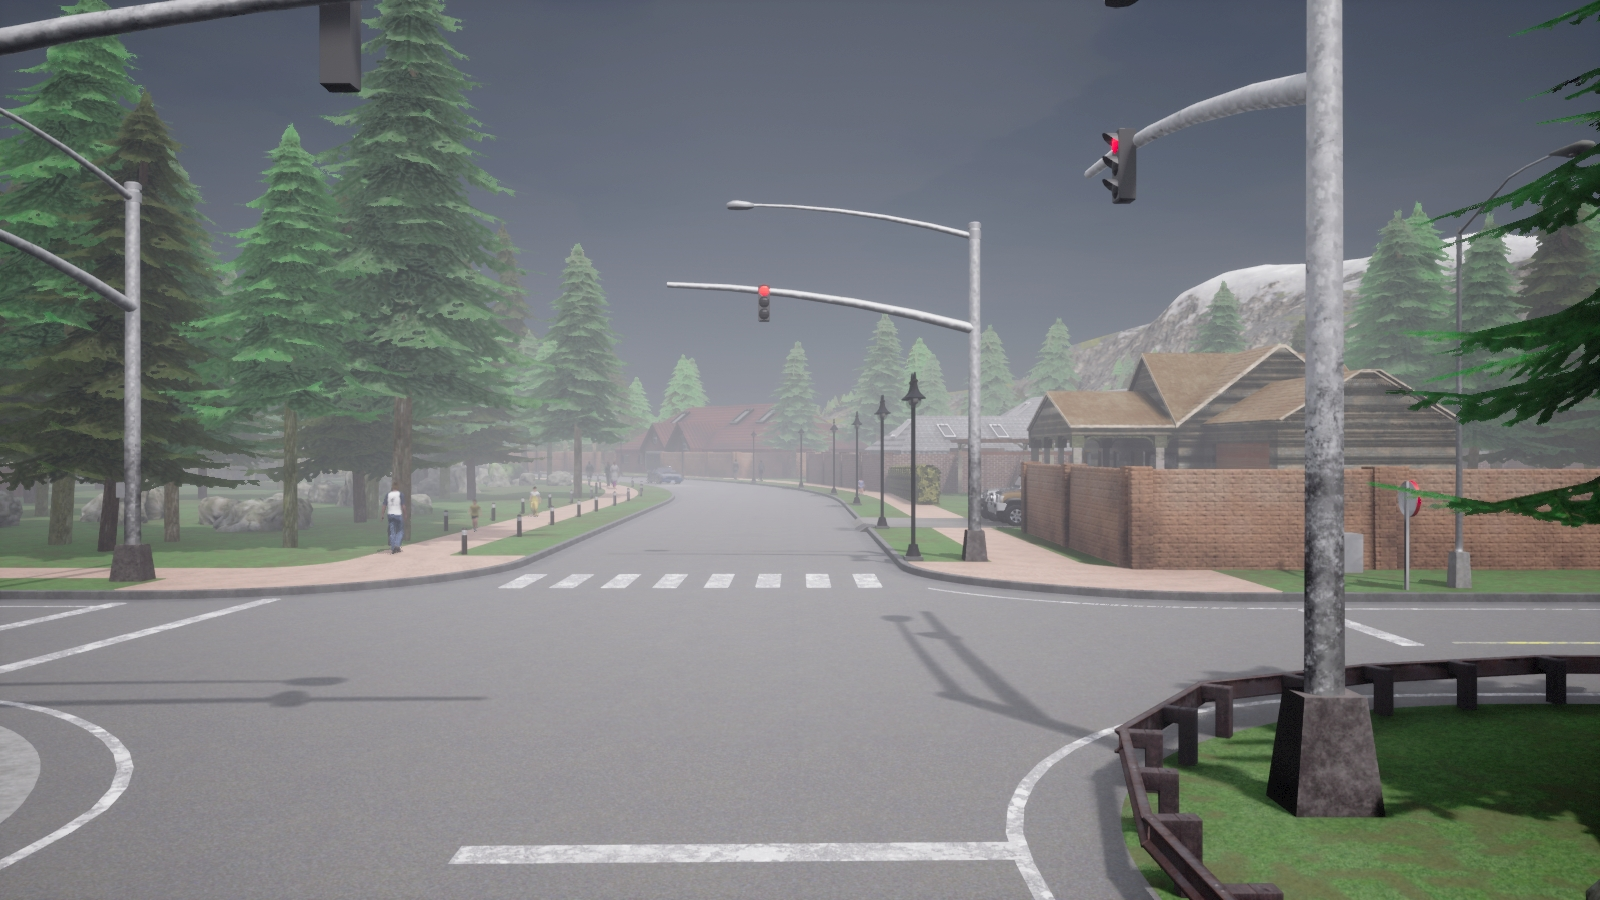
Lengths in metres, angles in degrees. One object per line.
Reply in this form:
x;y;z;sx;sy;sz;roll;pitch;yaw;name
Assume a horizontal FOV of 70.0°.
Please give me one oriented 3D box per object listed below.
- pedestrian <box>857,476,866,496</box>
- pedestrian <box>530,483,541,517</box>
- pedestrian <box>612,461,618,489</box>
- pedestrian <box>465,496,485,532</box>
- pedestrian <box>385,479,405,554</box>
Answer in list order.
3.478;2.046;64.801;0.500;1.100;0.500;0;0;-2;pedestrian
-10.292;1.943;44.472;0.375;1.300;0.375;0;0;-1;pedestrian
-12.287;1.664;75.738;0.375;1.860;0.375;0;0;-9;pedestrian
-10.359;2.042;36.455;0.500;1.100;0.500;0;0;-2;pedestrian
-10.204;1.664;28.786;0.375;1.860;0.375;0;0;0;pedestrian
